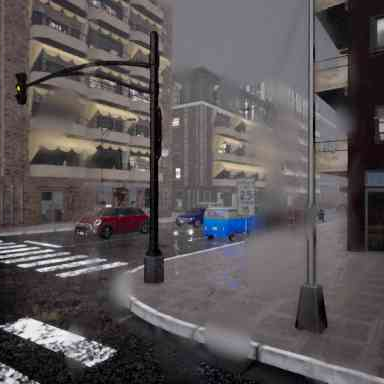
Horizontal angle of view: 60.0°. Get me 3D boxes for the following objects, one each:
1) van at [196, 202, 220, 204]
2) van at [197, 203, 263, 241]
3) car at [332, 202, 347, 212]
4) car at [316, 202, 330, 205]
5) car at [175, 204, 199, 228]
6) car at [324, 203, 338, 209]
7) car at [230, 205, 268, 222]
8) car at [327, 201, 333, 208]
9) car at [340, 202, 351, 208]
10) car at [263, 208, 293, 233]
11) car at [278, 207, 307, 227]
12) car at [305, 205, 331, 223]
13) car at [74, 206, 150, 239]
[{"bbox_3d":[1.699,1.903,32.695,1.690,1.788,3.998,-1,-2,35],"label":"van"},{"bbox_3d":[2.248,1.704,18.773,1.690,1.788,3.998,-1,-2,35],"label":"van"},{"bbox_3d":[25.948,2.723,56.769,1.837,1.490,4.892,0,-1,36],"label":"car"},{"bbox_3d":[15.249,2.353,41.725,2.128,1.511,4.902,0,-1,35],"label":"car"},{"bbox_3d":[0.610,1.985,26.659,1.812,1.442,4.674,0,-1,36],"label":"car"},{"bbox_3d":[30.597,3.064,73.315,1.887,1.381,4.507,-1,-2,35],"label":"car"},{"bbox_3d":[5.933,2.140,34.136,1.837,1.490,4.892,0,-1,35],"label":"car"},{"bbox_3d":[27.385,2.728,68.807,2.192,1.841,5.009,-1,-2,35],"label":"car"},{"bbox_3d":[40.132,3.375,86.722,1.752,1.417,4.829,-1,-2,35],"label":"car"},{"bbox_3d":[5.322,2.035,23.380,1.947,1.339,4.313,-1,-2,35],"label":"car"},{"bbox_3d":[8.532,2.158,27.893,1.802,1.307,4.206,-1,-2,35],"label":"car"},{"bbox_3d":[11.743,2.233,32.409,2.008,1.369,4.403,-1,-2,35],"label":"car"},{"bbox_3d":[-4.530,1.639,19.396,2.097,1.767,4.553,0,-1,35],"label":"car"}]
